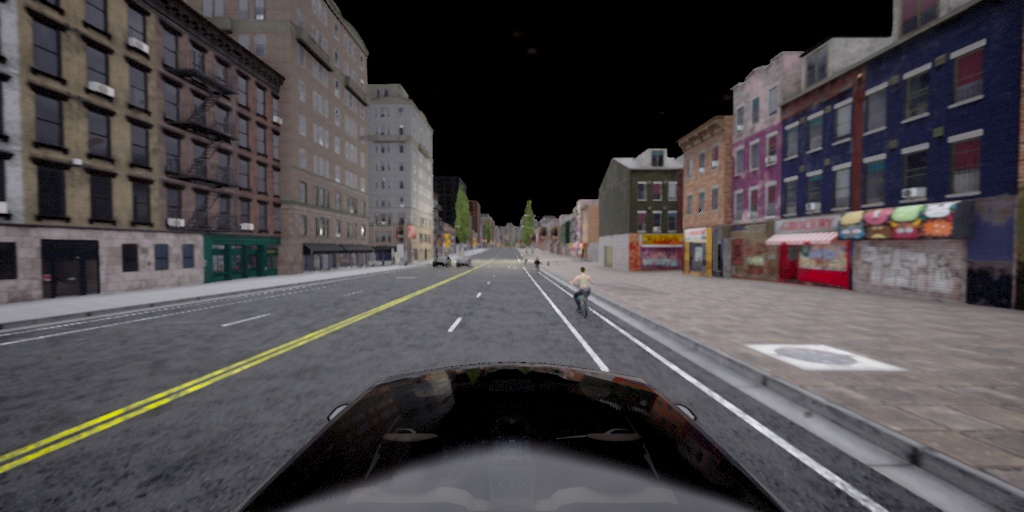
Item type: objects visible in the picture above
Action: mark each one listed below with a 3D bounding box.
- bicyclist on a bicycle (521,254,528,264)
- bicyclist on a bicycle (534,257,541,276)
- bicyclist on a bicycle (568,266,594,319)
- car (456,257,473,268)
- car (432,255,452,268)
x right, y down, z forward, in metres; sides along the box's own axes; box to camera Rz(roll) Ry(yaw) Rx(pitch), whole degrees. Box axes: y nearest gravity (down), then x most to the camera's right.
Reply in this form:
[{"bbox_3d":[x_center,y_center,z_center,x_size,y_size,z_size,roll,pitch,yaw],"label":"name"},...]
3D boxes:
[{"bbox_3d":[2.253,0.707,57.548,0.866,1.612,1.509,0,1,0],"label":"bicyclist on a bicycle"},{"bbox_3d":[2.250,0.925,32.095,0.659,1.776,1.843,0,1,0],"label":"bicyclist on a bicycle"},{"bbox_3d":[2.252,1.137,11.548,0.866,1.612,1.509,0,0,0],"label":"bicyclist on a bicycle"},{"bbox_3d":[-6.528,0.877,49.296,1.837,1.490,4.892,0,0,1],"label":"car"},{"bbox_3d":[-9.769,0.709,50.372,2.097,1.767,4.553,0,1,0],"label":"car"}]
